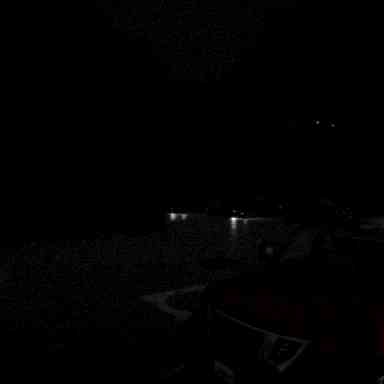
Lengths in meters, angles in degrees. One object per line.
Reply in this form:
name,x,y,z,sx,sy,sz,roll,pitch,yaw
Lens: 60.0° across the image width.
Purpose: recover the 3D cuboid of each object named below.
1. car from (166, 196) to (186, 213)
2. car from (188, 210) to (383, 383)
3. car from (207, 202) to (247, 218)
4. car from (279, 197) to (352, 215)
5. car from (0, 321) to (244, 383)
car,-3.062,1.591,41.949,2.150,2.045,5.566,0,0,-36
car,2.336,1.315,4.480,5.009,1.841,2.192,0,0,-36
car,3.336,1.774,32.979,1.812,1.442,4.674,0,-1,-36
car,9.140,1.373,24.878,2.150,2.045,5.566,0,-1,-36
car,-2.111,1.551,1.306,4.403,1.369,2.008,0,0,-36
